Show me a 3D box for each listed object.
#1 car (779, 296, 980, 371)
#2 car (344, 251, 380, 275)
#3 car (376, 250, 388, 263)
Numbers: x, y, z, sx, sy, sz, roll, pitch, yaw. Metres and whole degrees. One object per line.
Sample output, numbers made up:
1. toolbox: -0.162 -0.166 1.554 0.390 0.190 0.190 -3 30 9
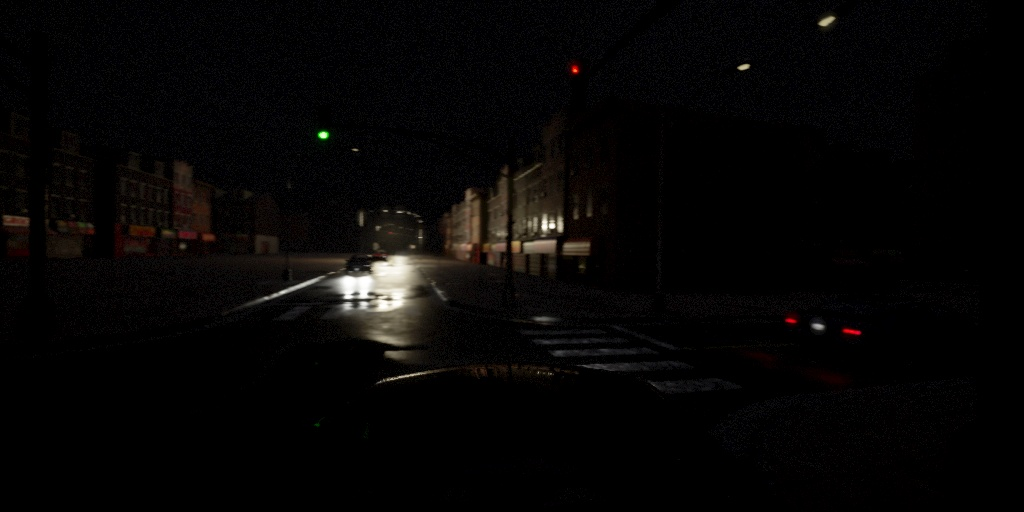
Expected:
1. car: 9.053 1.685 8.511 5.357 1.411 2.033 2 0 -17
2. car: -11.800 0.644 27.986 2.128 1.511 4.902 1 1 -17
3. car: -18.539 -0.010 50.320 2.097 1.767 4.553 1 1 -17
